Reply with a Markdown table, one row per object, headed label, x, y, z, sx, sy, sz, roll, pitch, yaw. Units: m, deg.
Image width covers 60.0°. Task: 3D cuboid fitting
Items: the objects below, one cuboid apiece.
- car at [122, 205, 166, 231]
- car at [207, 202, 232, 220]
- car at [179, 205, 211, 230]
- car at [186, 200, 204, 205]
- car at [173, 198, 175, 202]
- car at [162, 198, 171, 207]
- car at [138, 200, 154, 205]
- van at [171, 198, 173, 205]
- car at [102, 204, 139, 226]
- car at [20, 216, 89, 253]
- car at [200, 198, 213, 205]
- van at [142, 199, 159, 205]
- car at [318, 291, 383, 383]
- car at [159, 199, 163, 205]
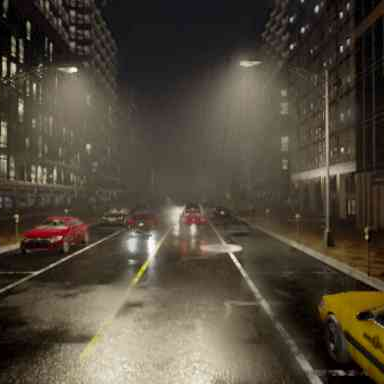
| label | x | y | z | sx | sy | sz | roll | pitch | yaw |
| --- | --- | --- | --- | --- | --- | --- | --- | --- | --- |
| car | -3.087 | 1.798 | 22.127 | 1.994 | 1.385 | 4.181 | 0 | -1 | 0 |
| car | 2.696 | 1.896 | 31.375 | 1.947 | 1.339 | 4.313 | 0 | -1 | 0 |
| car | 0.102 | 1.847 | 23.301 | 1.895 | 1.301 | 4.718 | 0 | -1 | 0 |
| car | 0.104 | 1.996 | 41.366 | 1.994 | 1.385 | 4.181 | 0 | -1 | 0 |
| car | -5.679 | 2.352 | 76.924 | 1.947 | 1.339 | 4.313 | 0 | -1 | 0 |
| car | -5.680 | 2.115 | 65.540 | 1.967 | 1.590 | 4.097 | 0 | -1 | 0 |
| car | -5.684 | 1.934 | 37.080 | 1.887 | 1.381 | 4.507 | 0 | -1 | 0 |
| van | -5.679 | 2.071 | 71.234 | 1.690 | 1.788 | 3.998 | 0 | -1 | 0 |
| car | -5.685 | 1.822 | 25.696 | 2.008 | 1.369 | 4.403 | 0 | -1 | 0 |
| car | -5.686 | 1.735 | 14.311 | 1.802 | 1.307 | 4.206 | 0 | -1 | 0 |
| car | 2.700 | 2.001 | 54.142 | 1.967 | 1.590 | 4.097 | 0 | -1 | 0 |
| van | -5.682 | 1.788 | 42.775 | 1.690 | 1.788 | 3.998 | 0 | -1 | 0 |
| car | 2.694 | 1.560 | 3.085 | 1.752 | 1.417 | 4.829 | 0 | -1 | 0 |
| car | -5.682 | 2.086 | 48.464 | 1.802 | 1.307 | 4.206 | 0 | -1 | 0 |
